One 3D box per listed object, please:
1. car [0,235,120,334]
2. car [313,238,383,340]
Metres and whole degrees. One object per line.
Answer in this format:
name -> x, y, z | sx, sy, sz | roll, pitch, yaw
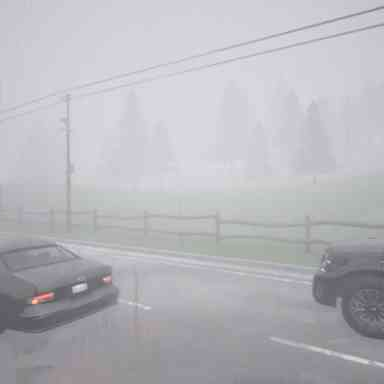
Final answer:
car -> -3.885, 1.611, 6.703 | 5.357, 1.411, 2.033 | -1, 0, 33
car -> 4.773, 1.201, 4.920 | 5.566, 2.045, 2.150 | -1, -1, 35
